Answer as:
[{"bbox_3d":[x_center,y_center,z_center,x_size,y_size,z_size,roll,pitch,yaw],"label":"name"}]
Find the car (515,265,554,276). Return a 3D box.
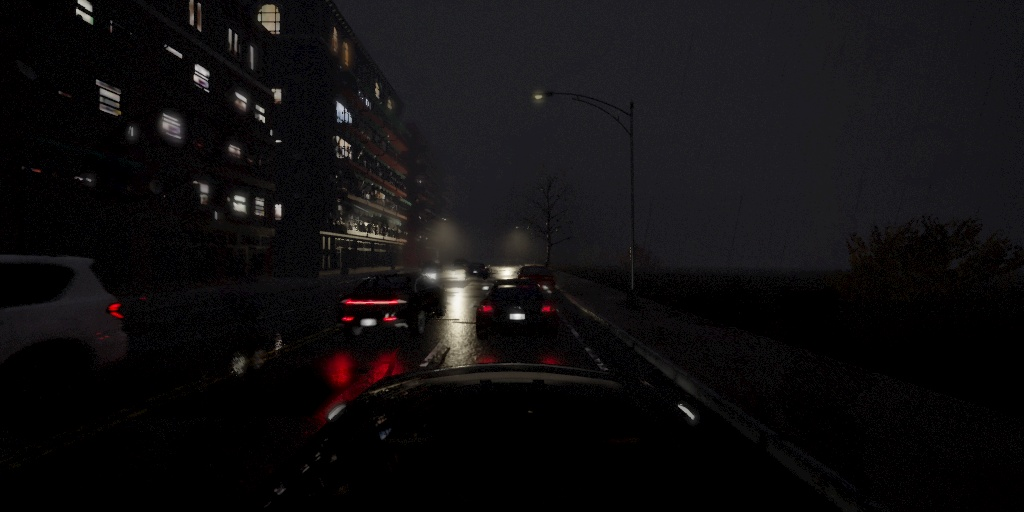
[{"bbox_3d":[1.163,1.230,18.896,1.882,1.535,5.008,0,0,0],"label":"car"}]

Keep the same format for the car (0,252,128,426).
[{"bbox_3d":[-6.601,0.971,2.773,2.150,2.045,5.566,0,0,0],"label":"car"}]

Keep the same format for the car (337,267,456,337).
[{"bbox_3d":[-3.138,1.241,10.275,2.128,1.511,4.902,0,0,0],"label":"car"}]

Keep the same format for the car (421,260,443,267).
[{"bbox_3d":[-9.784,1.243,44.101,2.128,1.511,4.902,0,0,0],"label":"car"}]

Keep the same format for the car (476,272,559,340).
[{"bbox_3d":[0.114,1.315,9.976,1.994,1.385,4.181,0,0,0],"label":"car"}]

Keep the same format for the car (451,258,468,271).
[{"bbox_3d":[-6.530,1.103,46.133,2.097,1.767,4.553,0,0,0],"label":"car"}]

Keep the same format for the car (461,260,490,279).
[{"bbox_3d":[-3.104,1.316,32.711,1.994,1.385,4.181,0,0,0],"label":"car"}]
